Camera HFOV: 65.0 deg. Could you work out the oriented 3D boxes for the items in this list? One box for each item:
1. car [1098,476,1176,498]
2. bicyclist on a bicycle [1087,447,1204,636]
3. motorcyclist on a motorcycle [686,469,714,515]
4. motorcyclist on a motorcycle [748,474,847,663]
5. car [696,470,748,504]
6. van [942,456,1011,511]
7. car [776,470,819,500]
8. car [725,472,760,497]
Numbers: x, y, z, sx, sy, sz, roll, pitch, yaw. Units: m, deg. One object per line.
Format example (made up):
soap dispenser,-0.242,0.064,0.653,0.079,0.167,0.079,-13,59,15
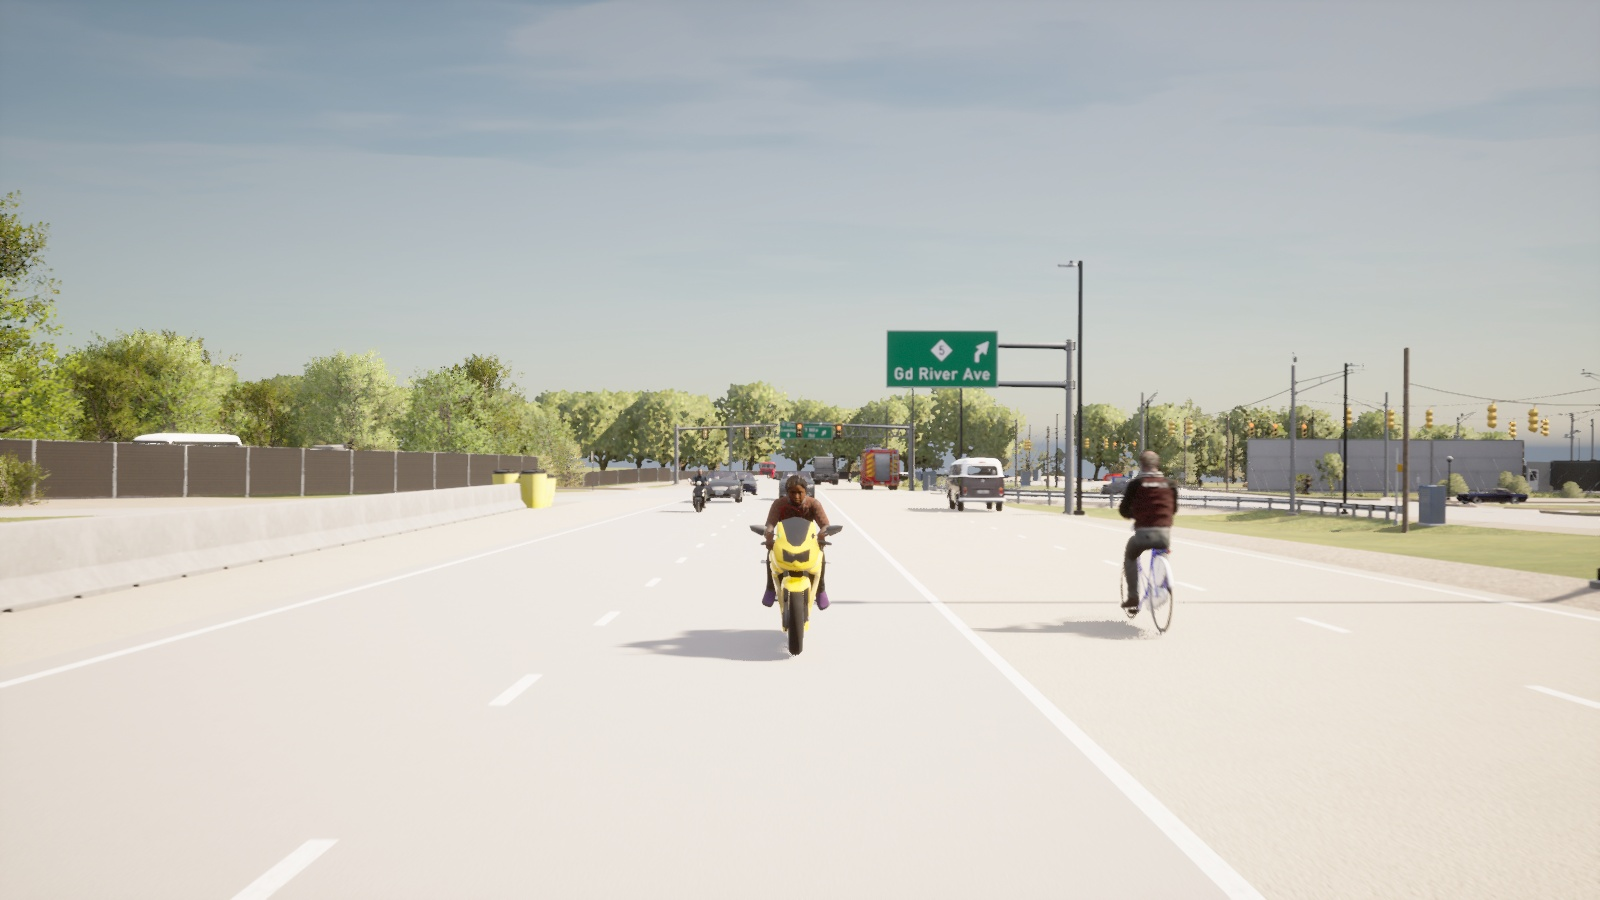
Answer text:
car,23.586,2.599,88.054,4.902,1.511,2.128,0,-1,-2
bicyclist on a bicycle,3.470,0.875,12.761,0.659,1.776,1.843,0,-1,0
motorcyclist on a motorcycle,-3.605,1.498,45.328,0.866,1.590,1.817,0,-1,0
motorcyclist on a motorcycle,-0.026,0.979,11.187,0.797,1.523,2.044,0,-1,0
car,-3.638,1.714,59.327,2.128,1.511,4.902,0,-1,0
van,6.884,1.288,49.458,2.069,2.038,4.480,0,-1,0
car,-0.150,1.785,64.801,2.128,1.511,4.902,0,-1,0
car,-3.542,2.075,76.670,2.033,1.411,5.357,0,-1,-3
